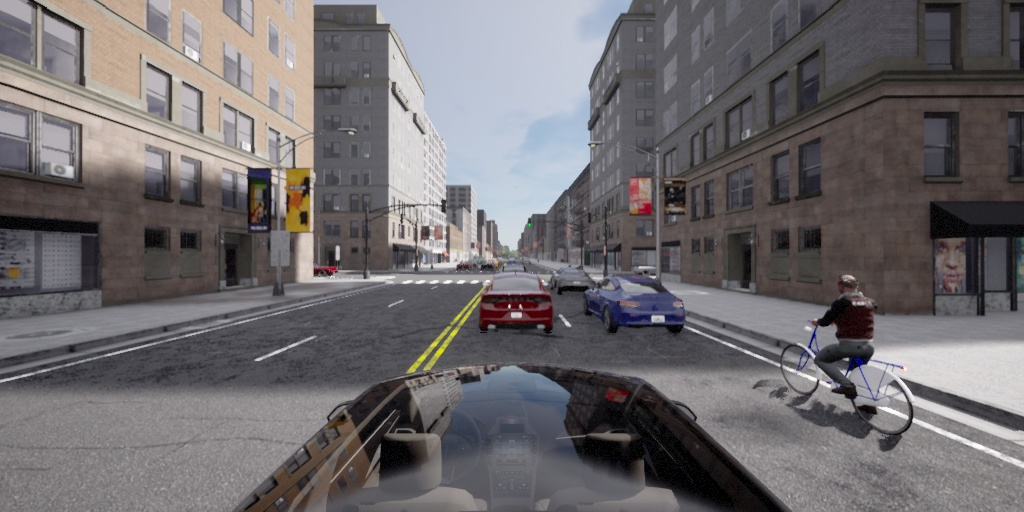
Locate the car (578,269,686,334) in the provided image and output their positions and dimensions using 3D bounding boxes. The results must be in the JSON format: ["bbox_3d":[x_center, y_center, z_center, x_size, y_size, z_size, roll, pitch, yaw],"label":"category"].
[{"bbox_3d":[3.346,1.270,10.501,1.812,1.442,4.674,0,0,0],"label":"car"}]

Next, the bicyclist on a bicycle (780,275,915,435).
[{"bbox_3d":[4.146,1.119,4.630,0.659,1.776,1.843,0,0,0],"label":"bicyclist on a bicycle"}]

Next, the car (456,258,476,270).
[{"bbox_3d":[-6.605,1.330,50.273,1.895,1.301,4.718,0,0,0],"label":"car"}]

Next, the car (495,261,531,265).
[{"bbox_3d":[0.079,1.246,21.091,1.837,1.490,4.892,0,0,-1],"label":"car"}]

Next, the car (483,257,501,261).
[{"bbox_3d":[-3.333,1.202,59.713,1.882,1.535,5.008,0,0,0],"label":"car"}]

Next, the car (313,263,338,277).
[{"bbox_3d":[-19.272,1.310,34.242,4.718,1.301,1.895,0,0,-2],"label":"car"}]

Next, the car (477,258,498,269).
[{"bbox_3d":[-3.344,1.330,50.321,1.895,1.301,4.718,0,0,0],"label":"car"}]

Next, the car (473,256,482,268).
[{"bbox_3d":[-6.587,1.229,59.375,1.837,1.490,4.892,0,0,0],"label":"car"}]

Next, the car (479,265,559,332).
[{"bbox_3d":[0.102,1.222,10.835,1.882,1.535,5.008,0,0,0],"label":"car"}]

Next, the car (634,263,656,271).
[{"bbox_3d":[15.051,1.382,37.061,4.718,1.301,1.895,0,0,1],"label":"car"}]

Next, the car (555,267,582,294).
[{"bbox_3d":[3.262,1.304,19.987,1.994,1.385,4.181,0,0,0],"label":"car"}]
